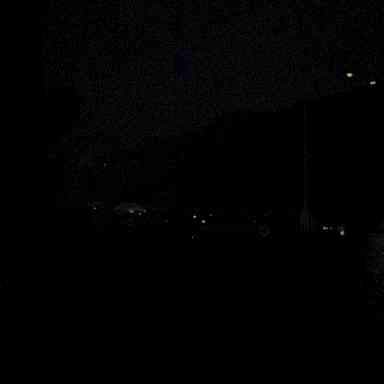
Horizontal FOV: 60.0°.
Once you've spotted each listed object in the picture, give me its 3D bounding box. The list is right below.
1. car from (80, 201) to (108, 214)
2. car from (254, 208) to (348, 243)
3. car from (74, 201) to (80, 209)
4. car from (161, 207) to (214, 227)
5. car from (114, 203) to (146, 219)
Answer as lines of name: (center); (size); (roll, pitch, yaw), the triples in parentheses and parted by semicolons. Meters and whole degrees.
car: (-12.199, 1.954, 41.893); (1.812, 1.442, 4.674); (-1, 0, -35)
car: (5.405, 1.617, 17.107); (2.128, 1.511, 4.902); (-1, 0, -35)
car: (-18.100, 2.152, 55.184); (1.895, 1.301, 4.718); (-1, 0, -35)
car: (-0.449, 1.802, 25.320); (1.895, 1.301, 4.718); (-1, 0, -35)
car: (-6.330, 1.830, 33.590); (1.812, 1.442, 4.674); (-1, 0, -35)
